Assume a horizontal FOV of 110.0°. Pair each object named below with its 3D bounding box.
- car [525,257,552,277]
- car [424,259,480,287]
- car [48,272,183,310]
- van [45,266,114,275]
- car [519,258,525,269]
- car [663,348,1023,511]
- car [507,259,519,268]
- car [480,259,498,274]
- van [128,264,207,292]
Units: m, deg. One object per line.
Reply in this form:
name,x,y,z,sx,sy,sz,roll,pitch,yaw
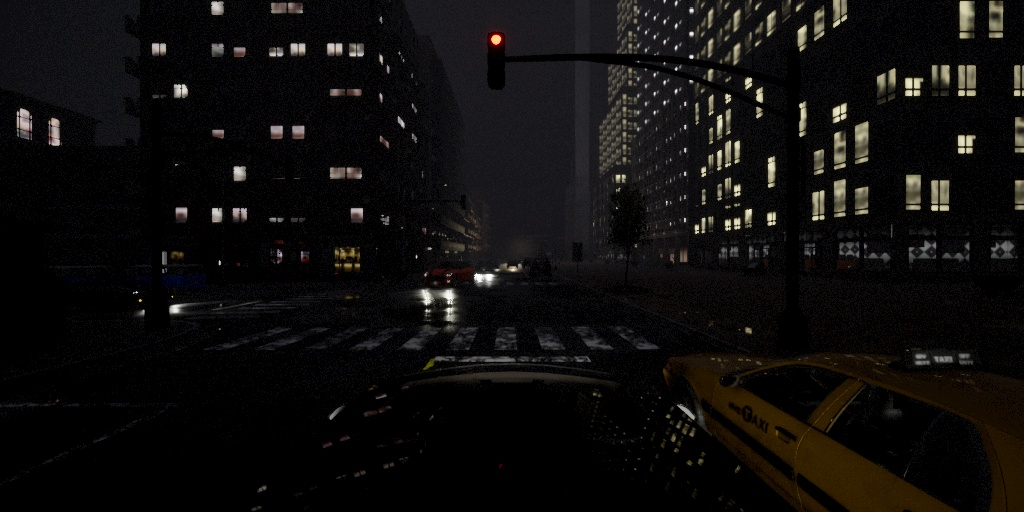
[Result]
car,2.689,1.074,34.770,2.192,1.841,5.009,0,0,0
car,-4.198,1.115,24.622,2.097,1.767,4.553,0,0,16
car,-17.602,1.583,15.765,4.181,1.385,1.994,-1,0,-1
van,-26.305,1.481,21.479,3.998,1.789,1.690,0,0,-1
car,2.689,1.098,56.875,2.192,1.841,5.009,0,0,0
car,2.689,1.275,2.527,1.751,1.417,4.829,0,0,0
car,0.100,1.282,61.573,2.128,1.511,4.902,0,0,0
car,-3.100,1.258,41.978,2.128,1.511,4.902,0,0,0
van,-20.767,1.390,21.530,3.998,1.789,1.690,0,0,-1
